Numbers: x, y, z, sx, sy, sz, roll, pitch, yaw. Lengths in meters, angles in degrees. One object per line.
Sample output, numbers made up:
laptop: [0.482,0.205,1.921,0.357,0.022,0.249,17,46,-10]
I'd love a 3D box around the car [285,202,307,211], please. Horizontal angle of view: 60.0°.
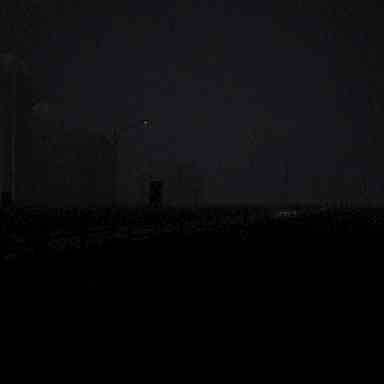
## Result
car: [15.352,2.102,49.087,1.895,1.301,4.718,1,0,36]
